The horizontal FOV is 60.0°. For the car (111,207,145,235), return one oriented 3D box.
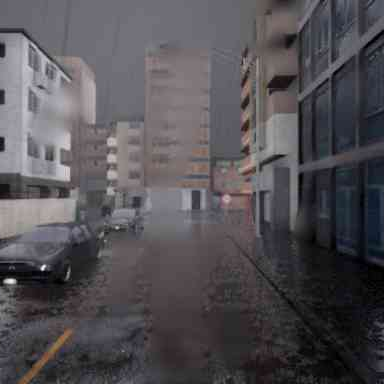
[{"bbox_3d":[-4.067,1.732,20.551,1.837,1.490,4.892,0,-1,0],"label":"car"}]

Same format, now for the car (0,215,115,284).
[{"bbox_3d":[-4.090,1.661,10.158,2.033,1.411,5.357,0,-1,0],"label":"car"}]
